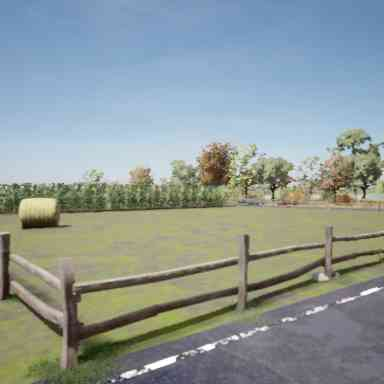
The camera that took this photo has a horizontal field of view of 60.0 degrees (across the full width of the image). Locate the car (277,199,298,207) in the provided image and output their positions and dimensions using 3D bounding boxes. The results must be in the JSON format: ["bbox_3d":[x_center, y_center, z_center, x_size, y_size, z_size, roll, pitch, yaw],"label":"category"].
[{"bbox_3d":[18.225,2.060,63.661,1.812,1.442,4.674,-1,-1,-25],"label":"car"}]

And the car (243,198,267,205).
[{"bbox_3d":[13.348,2.133,68.556,2.033,1.411,5.357,-1,0,-22],"label":"car"}]

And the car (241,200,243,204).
[{"bbox_3d":[13.229,2.198,79.643,2.128,1.511,4.902,0,0,-16],"label":"car"}]
